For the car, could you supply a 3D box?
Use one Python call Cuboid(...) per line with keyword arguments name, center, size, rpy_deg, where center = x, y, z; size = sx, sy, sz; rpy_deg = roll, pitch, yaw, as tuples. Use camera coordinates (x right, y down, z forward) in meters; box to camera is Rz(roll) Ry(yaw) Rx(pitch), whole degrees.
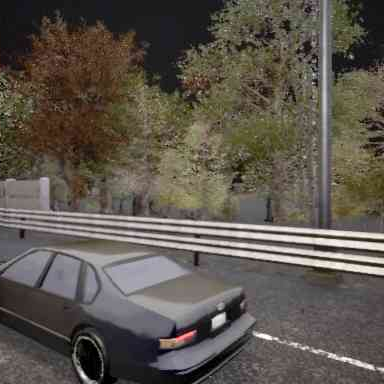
Cuboid(name="car", center=(-1.710, 1.489, 5.242), size=(5.357, 1.411, 2.033), rpy_deg=(0, 0, 37))
